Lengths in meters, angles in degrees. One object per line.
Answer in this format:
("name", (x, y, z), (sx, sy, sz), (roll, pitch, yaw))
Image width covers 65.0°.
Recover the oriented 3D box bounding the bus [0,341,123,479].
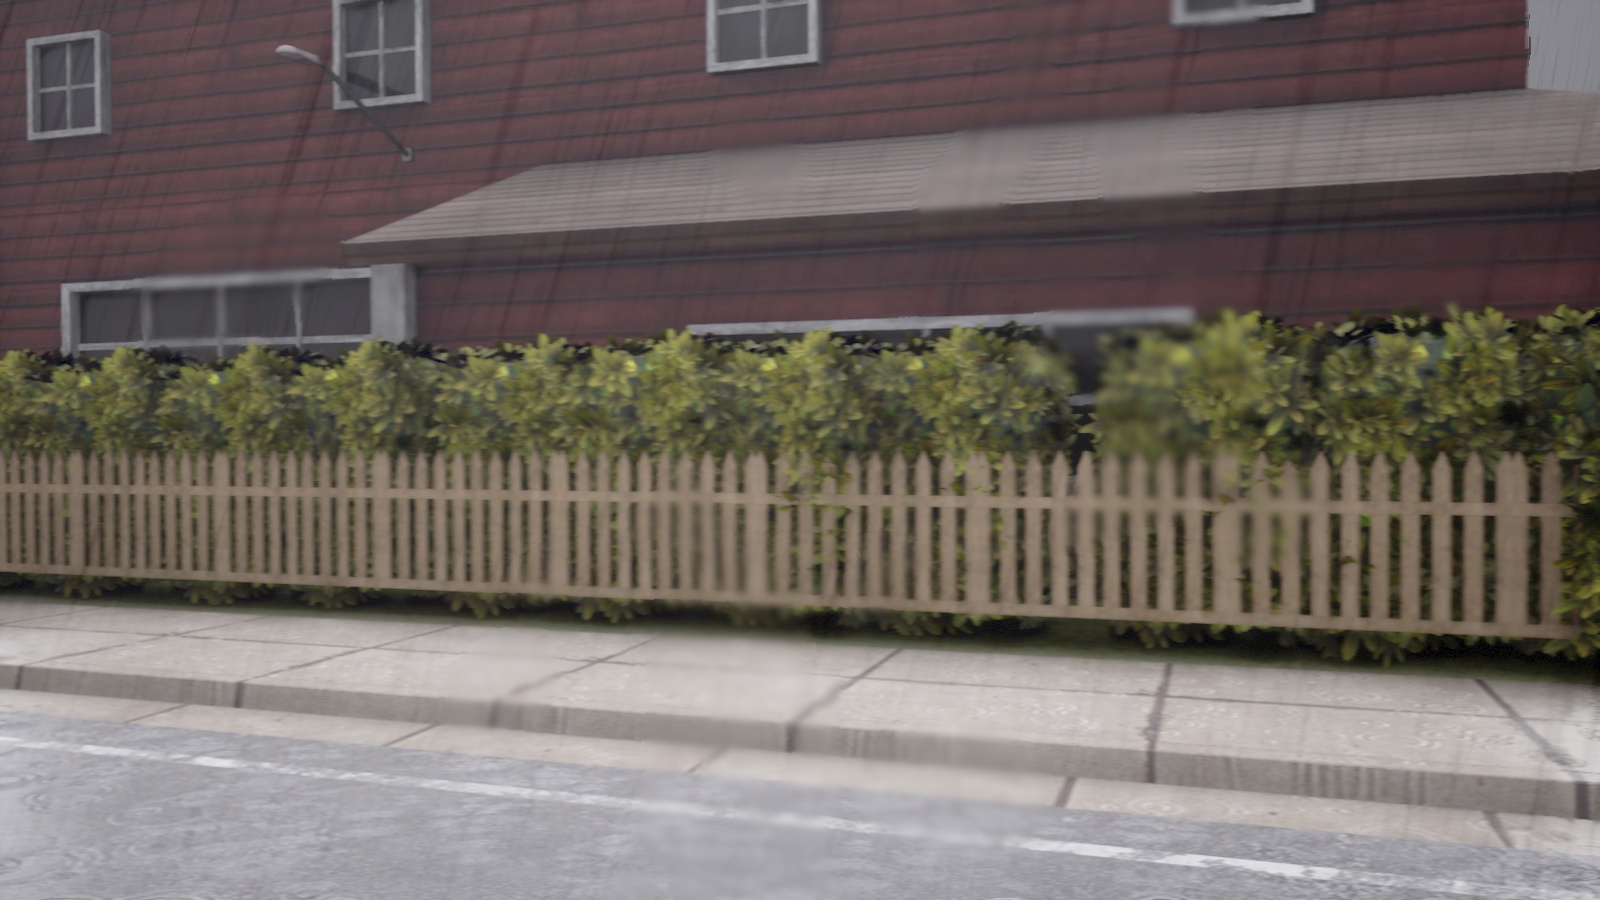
("bus", (-26.793, -1.251, 38.929), (3.944, 4.253, 10.273), (0, 1, 18))
